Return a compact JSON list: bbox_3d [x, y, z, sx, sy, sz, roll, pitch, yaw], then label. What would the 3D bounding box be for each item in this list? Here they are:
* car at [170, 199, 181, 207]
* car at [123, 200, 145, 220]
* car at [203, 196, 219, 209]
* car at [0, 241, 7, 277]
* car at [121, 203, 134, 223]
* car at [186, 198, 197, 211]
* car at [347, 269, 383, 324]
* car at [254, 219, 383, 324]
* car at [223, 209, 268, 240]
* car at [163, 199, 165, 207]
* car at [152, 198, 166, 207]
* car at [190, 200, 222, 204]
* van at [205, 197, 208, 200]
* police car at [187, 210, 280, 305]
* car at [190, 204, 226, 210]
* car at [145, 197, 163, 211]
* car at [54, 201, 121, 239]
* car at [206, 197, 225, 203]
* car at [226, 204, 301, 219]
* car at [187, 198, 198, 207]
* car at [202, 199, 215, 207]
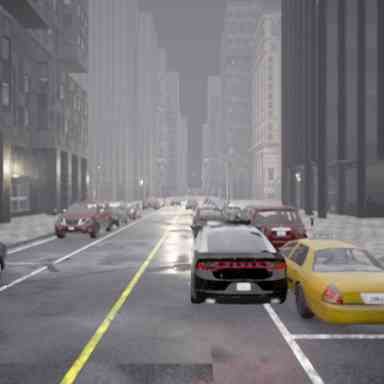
[{"bbox_3d":[-2.896,1.903,60.760,2.033,1.411,5.357,0,0,0],"label":"car"},{"bbox_3d":[-5.716,1.612,29.533,1.967,1.590,4.097,0,0,0],"label":"car"},{"bbox_3d":[2.847,1.618,51.929,2.192,1.841,5.009,0,0,0],"label":"car"},{"bbox_3d":[-5.755,1.592,7.125,2.008,1.369,4.403,0,0,0],"label":"car"},{"bbox_3d":[-5.725,1.705,23.931,1.947,1.339,4.313,0,0,0],"label":"car"},{"bbox_3d":[0.108,1.867,45.633,1.895,1.301,4.718,0,0,1],"label":"car"},{"bbox_3d":[2.761,1.560,1.513,2.008,1.369,4.403,0,0,0],"label":"car"},{"bbox_3d":[2.771,1.568,7.284,1.752,1.417,4.829,0,0,0],"label":"car"},{"bbox_3d":[2.790,1.689,18.318,1.802,1.307,4.206,0,0,0],"label":"car"},{"bbox_3d":[-5.677,1.827,51.771,1.752,1.417,4.829,0,0,0],"label":"car"},{"bbox_3d":[-5.668,1.776,57.544,1.967,1.590,4.097,0,0,0],"label":"car"},{"bbox_3d":[0.922,1.599,24.506,1.801,1.575,5.366,0,0,0],"label":"car"},{"bbox_3d":[2.828,1.578,40.726,1.690,1.788,3.998,0,0,0],"label":"van"},{"bbox_3d":[0.913,1.475,8.425,1.930,1.638,5.238,0,0,0],"label":"police car"},{"bbox_3d":[0.930,1.612,18.315,1.837,1.490,4.892,0,0,0],"label":"car"},{"bbox_3d":[-5.688,1.585,46.341,2.192,1.841,5.009,0,0,0],"label":"car"},{"bbox_3d":[-5.736,1.421,18.331,2.192,1.841,5.009,0,0,0],"label":"car"},{"bbox_3d":[2.819,1.645,35.123,1.967,1.590,4.097,0,0,0],"label":"car"},{"bbox_3d":[2.779,1.389,12.718,2.192,1.841,5.009,0,0,0],"label":"car"},{"bbox_3d":[0.103,1.853,59.474,1.837,1.490,4.892,0,0,0],"label":"car"},{"bbox_3d":[2.858,1.887,57.529,2.008,1.369,4.403,0,0,0],"label":"car"}]
